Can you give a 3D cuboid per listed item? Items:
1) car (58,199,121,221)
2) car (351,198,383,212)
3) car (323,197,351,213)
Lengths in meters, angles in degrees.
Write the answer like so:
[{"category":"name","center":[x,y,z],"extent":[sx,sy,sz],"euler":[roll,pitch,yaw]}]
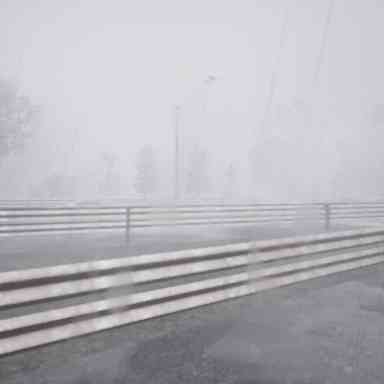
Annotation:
[{"category":"car","center":[-7.032,1.230,23.485],"extent":[4.674,1.442,1.812],"euler":[0,0,-25]},{"category":"car","center":[17.180,1.288,30.331],"extent":[4.674,1.442,1.812],"euler":[0,0,-23]},{"category":"car","center":[15.519,1.241,33.433],"extent":[5.008,1.535,1.882],"euler":[0,0,-23]}]
